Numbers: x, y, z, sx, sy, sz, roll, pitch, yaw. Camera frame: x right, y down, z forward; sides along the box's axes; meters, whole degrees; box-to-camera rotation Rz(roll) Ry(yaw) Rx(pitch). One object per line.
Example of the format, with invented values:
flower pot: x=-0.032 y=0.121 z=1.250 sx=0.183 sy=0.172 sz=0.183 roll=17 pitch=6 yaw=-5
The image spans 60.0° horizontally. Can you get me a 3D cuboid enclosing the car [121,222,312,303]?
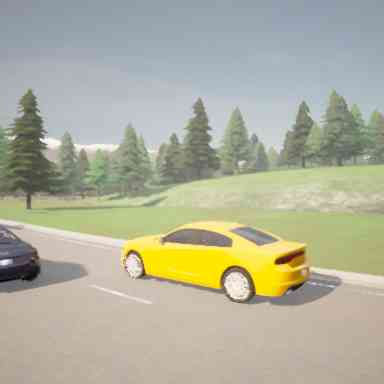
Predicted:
car: x=0.340 y=1.483 z=8.312 sx=5.008 sy=1.535 sz=1.882 roll=0 pitch=0 yaw=38

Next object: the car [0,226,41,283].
car: x=-5.763 y=1.554 z=8.770 sx=4.181 sy=1.385 sz=1.994 roll=0 pitch=0 yaw=40
